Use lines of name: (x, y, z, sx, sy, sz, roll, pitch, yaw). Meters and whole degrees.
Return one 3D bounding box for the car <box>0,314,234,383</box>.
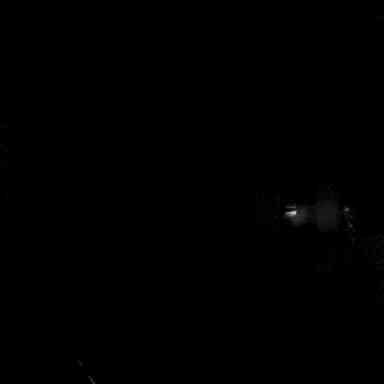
car: (-1.941, 1.601, 1.690, 4.718, 1.301, 1.895, 0, 0, -35)
